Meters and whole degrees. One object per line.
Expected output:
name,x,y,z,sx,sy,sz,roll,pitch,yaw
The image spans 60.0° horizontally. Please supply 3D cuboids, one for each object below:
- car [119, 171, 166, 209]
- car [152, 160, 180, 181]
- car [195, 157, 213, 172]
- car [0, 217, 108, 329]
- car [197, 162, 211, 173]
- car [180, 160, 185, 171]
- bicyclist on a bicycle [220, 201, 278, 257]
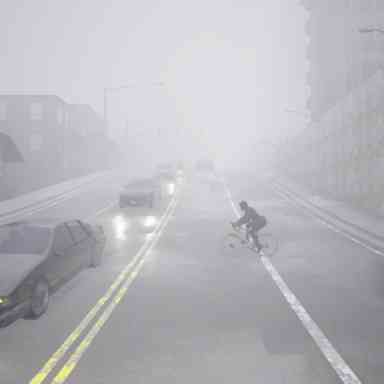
car,-2.942,-0.105,19.688,1.882,1.535,5.008,0,9,2
car,-2.512,-1.937,31.019,1.837,1.490,4.892,0,9,2
car,1.473,-3.391,39.899,2.097,1.767,4.553,0,6,2
car,-3.393,1.327,7.289,2.033,1.411,5.357,0,3,2
car,1.789,-3.621,49.834,1.895,1.301,4.718,0,0,2
car,-2.026,-3.561,44.134,2.128,1.511,4.902,0,2,2
bicyclist on a bicycle,1.628,1.079,9.485,1.656,1.620,0.582,-1,4,2
